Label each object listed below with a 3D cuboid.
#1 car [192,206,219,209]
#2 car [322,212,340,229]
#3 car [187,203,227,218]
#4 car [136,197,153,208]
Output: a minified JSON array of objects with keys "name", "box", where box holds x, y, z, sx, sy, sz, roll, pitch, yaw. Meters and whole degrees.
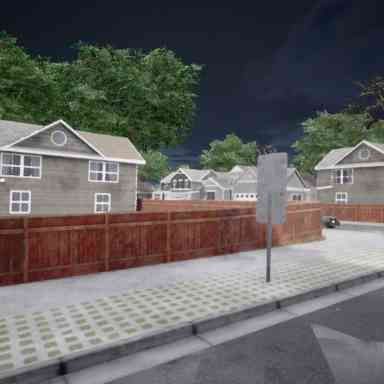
[{"name":"car","box":[1.882,1.882,30.855,1.895,1.301,4.718,2,-2,-36]},{"name":"car","box":[7.751,1.722,22.568,1.994,1.385,4.181,2,-2,-36]},{"name":"car","box":[1.548,1.961,36.326,1.812,1.442,4.674,3,-2,-36]},{"name":"car","box":[-6.913,1.648,42.693,2.150,2.045,5.566,3,-1,-37]}]
